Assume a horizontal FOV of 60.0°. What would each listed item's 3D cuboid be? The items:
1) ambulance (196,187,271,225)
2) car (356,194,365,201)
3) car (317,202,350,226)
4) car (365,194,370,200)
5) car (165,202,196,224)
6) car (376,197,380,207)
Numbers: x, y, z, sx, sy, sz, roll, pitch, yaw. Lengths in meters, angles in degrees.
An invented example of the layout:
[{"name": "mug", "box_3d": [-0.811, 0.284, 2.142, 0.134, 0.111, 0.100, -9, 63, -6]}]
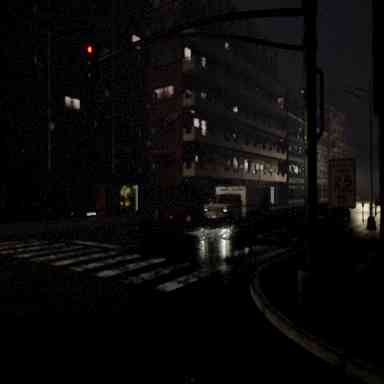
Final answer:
[{"name": "ambulance", "box_3d": [3.263, 0.861, 23.447, 2.351, 2.431, 6.366, 0, 0, 36]}, {"name": "car", "box_3d": [35.655, 1.186, 72.133, 1.802, 1.307, 4.206, 0, 0, 36]}, {"name": "car", "box_3d": [8.885, 1.330, 21.303, 1.887, 1.381, 4.507, 0, 0, 36]}, {"name": "car", "box_3d": [42.378, 1.126, 81.296, 1.947, 1.339, 4.313, 0, 0, 36]}, {"name": "car", "box_3d": [-0.041, 1.400, 23.695, 1.887, 1.381, 4.507, 0, 0, 36]}, {"name": "car", "box_3d": [25.707, 1.189, 44.406, 1.752, 1.417, 4.829, 0, 0, 36]}]
